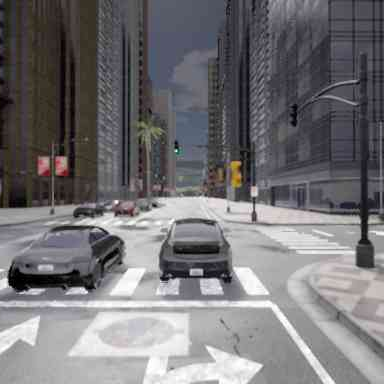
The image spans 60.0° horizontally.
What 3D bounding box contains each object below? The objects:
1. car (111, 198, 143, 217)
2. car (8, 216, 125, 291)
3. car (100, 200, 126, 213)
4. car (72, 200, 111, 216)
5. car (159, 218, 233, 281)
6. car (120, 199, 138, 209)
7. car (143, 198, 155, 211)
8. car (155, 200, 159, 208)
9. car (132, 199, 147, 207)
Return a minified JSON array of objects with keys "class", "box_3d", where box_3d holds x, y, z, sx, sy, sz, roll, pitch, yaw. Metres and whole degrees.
[{"class":"car","box_3d":[-6.593,1.673,34.050,1.882,1.535,5.008,0,0,0]},{"class":"car","box_3d":[-3.153,1.595,9.178,1.994,1.385,4.181,0,0,0]},{"class":"car","box_3d":[-9.828,1.741,41.880,2.128,1.511,4.902,0,0,0]},{"class":"car","box_3d":[-9.846,1.731,32.325,2.033,1.411,5.357,0,0,0]},{"class":"car","box_3d":[0.099,1.528,9.922,1.837,1.490,4.892,0,1,0]},{"class":"car","box_3d":[-9.749,1.888,51.766,1.994,1.385,4.181,0,0,1]},{"class":"car","box_3d":[-6.565,1.617,44.087,2.097,1.767,4.553,0,0,0]},{"class":"car","box_3d":[-6.496,1.943,54.086,1.895,1.301,4.718,0,0,0]},{"class":"car","box_3d":[-9.744,1.957,62.360,2.033,1.411,5.357,0,0,0]}]
